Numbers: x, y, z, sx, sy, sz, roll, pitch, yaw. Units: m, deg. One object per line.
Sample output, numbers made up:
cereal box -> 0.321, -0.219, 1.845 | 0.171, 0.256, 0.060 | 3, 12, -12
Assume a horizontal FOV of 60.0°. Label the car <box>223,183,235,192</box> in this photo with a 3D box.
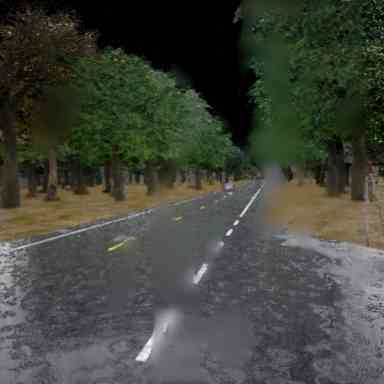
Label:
car -> 6.571, -0.818, 58.978 | 2.128, 1.511, 4.902 | -2, 2, 13
